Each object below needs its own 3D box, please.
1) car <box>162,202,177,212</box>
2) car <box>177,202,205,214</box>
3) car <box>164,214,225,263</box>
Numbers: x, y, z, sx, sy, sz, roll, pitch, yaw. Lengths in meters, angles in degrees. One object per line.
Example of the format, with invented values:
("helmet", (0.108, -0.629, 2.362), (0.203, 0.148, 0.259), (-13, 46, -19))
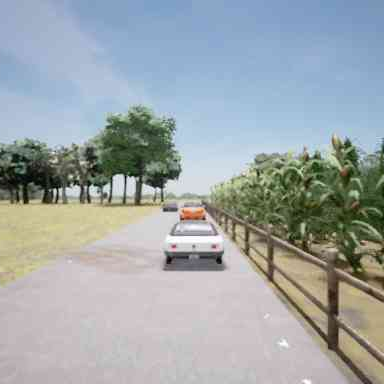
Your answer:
("car", (-2.882, 1.986, 44.934), (1.994, 1.385, 4.181), (0, -1, 0))
("car", (0.059, 1.605, 28.881), (2.097, 1.767, 4.553), (0, -1, 0))
("car", (0.072, 1.701, 12.341), (1.895, 1.301, 4.718), (0, 0, 0))
